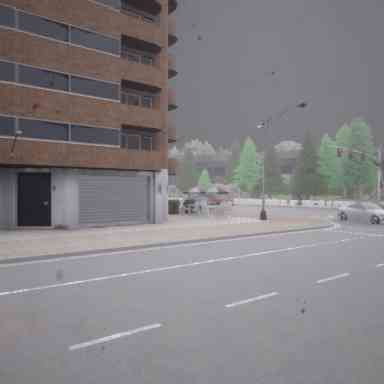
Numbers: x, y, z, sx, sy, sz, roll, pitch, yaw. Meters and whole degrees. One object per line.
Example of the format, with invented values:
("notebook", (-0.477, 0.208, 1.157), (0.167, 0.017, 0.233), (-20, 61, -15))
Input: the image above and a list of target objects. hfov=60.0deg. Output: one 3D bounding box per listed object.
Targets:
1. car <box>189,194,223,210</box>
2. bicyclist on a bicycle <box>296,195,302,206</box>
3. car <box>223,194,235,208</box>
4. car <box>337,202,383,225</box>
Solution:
("car", (1.216, 1.297, 41.734), (2.097, 1.767, 4.553), (0, 0, -38))
("bicyclist on a bicycle", (15.294, 1.245, 47.289), (1.656, 1.620, 0.582), (0, 0, -36))
("car", (3.323, 1.165, 44.885), (2.150, 2.045, 5.566), (0, 0, -38))
("car", (12.620, 1.495, 24.049), (1.812, 1.442, 4.674), (0, 1, -18))
